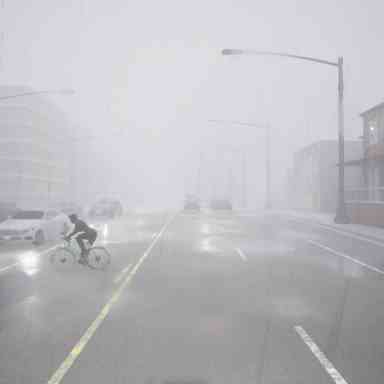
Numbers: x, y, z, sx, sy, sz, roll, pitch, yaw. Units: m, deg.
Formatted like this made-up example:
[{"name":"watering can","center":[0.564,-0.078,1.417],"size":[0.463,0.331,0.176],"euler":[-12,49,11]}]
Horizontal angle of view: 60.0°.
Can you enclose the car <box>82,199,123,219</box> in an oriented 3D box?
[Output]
[{"name":"car","center":[-7.007,1.324,27.418],"size":[2.128,1.511,4.902],"euler":[0,0,0]}]

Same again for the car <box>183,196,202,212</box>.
[{"name":"car","center":[0.016,1.440,37.095],"size":[1.812,1.442,4.674],"euler":[0,-1,1]}]

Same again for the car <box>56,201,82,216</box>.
[{"name":"car","center":[-10.507,1.399,27.417],"size":[1.994,1.385,4.181],"euler":[0,0,0]}]

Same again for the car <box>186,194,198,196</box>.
[{"name":"car","center":[0.011,1.380,47.299],"size":[2.150,2.045,5.566],"euler":[0,-2,1]}]

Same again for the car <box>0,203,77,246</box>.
[{"name":"car","center":[-7.102,1.452,15.115],"size":[1.812,1.442,4.674],"euler":[0,1,0]}]

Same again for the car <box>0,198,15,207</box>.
[{"name":"car","center":[-10.600,1.255,17.001],"size":[2.097,1.767,4.553],"euler":[0,1,0]}]

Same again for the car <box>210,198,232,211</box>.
[{"name":"car","center":[3.530,1.502,38.518],"size":[1.994,1.385,4.181],"euler":[0,-1,0]}]

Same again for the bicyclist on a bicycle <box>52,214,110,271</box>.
[{"name":"bicyclist on a bicycle","center":[-3.160,1.437,9.378],"size":[1.656,1.620,0.582],"euler":[-2,0,0]}]
